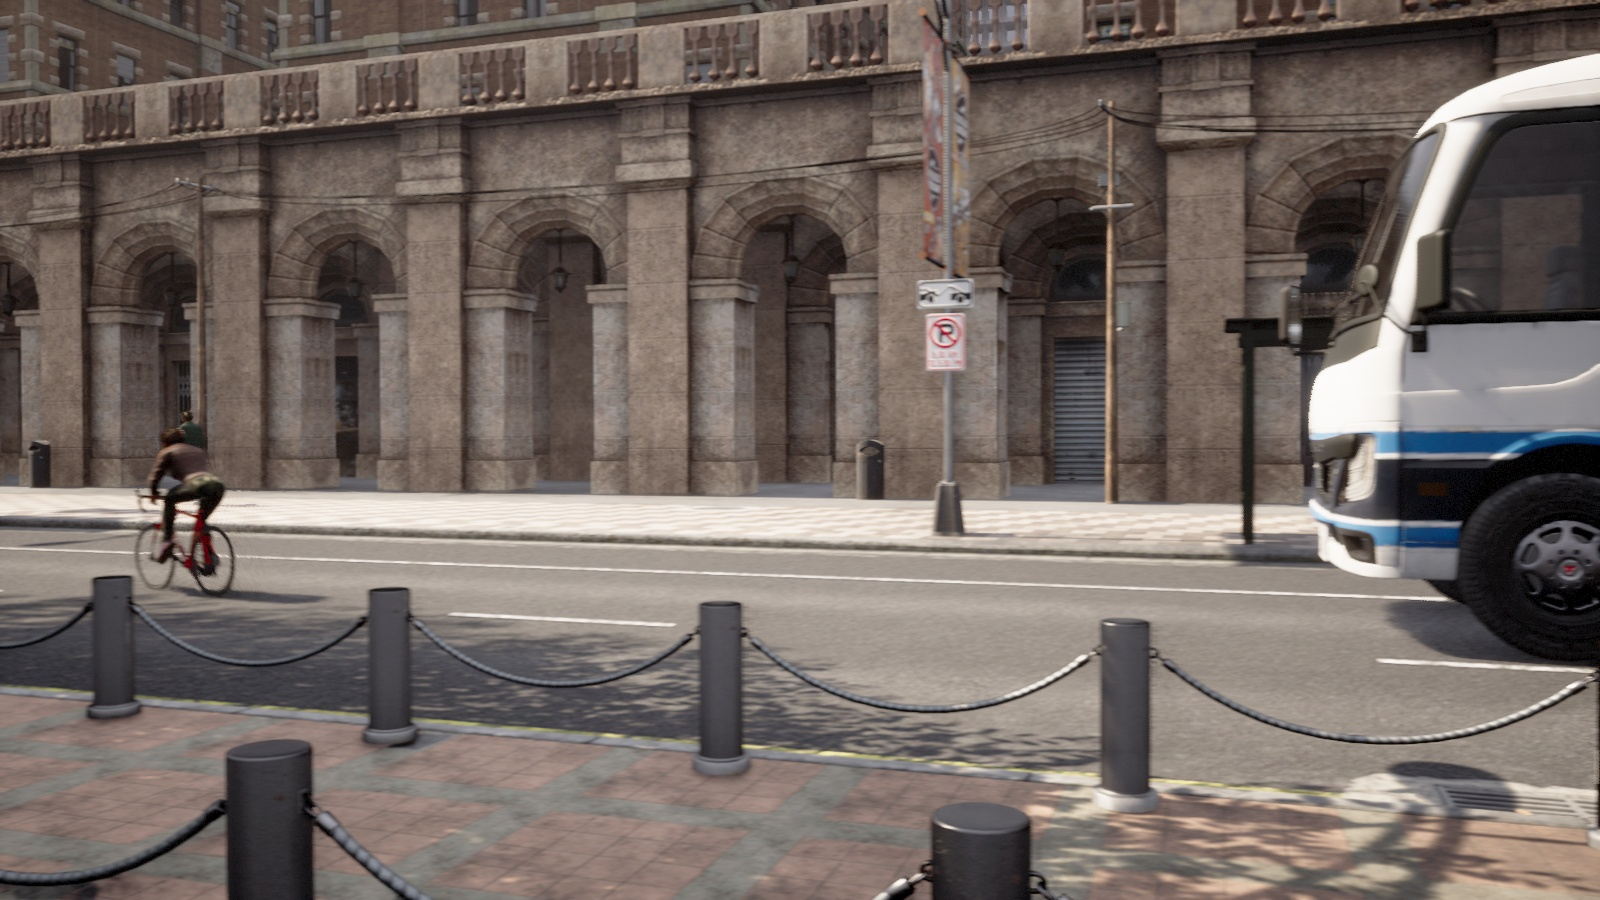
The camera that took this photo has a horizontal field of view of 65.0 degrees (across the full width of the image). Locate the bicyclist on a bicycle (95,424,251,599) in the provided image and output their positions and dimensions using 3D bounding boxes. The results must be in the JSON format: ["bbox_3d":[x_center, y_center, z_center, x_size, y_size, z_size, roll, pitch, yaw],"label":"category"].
[{"bbox_3d":[-6.148,0.560,12.286,1.656,1.620,0.582,0,1,32],"label":"bicyclist on a bicycle"}]

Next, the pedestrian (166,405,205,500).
[{"bbox_3d":[-11.987,0.046,24.493,0.614,1.847,0.353,1,1,20],"label":"pedestrian"}]

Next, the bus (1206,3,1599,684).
[{"bbox_3d":[8.292,-0.660,8.823,10.273,4.253,3.944,1,1,19],"label":"bus"}]
